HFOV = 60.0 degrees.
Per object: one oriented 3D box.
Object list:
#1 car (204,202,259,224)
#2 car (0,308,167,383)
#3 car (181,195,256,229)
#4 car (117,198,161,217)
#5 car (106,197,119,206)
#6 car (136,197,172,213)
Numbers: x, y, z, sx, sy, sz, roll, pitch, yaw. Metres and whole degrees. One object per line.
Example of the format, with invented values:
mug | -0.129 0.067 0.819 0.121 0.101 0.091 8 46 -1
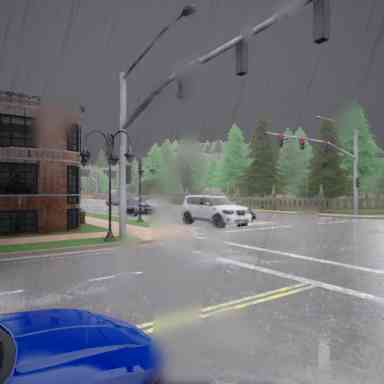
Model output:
car | 2.983 1.564 25.880 1.994 1.385 4.181 0 0 -36
car | -2.481 1.478 1.971 5.008 1.535 1.882 0 0 -36
car | 1.404 1.223 21.992 2.150 2.045 5.566 0 0 -35
car | -5.038 1.563 31.186 1.994 1.385 4.181 0 0 -36
car | -12.617 1.564 54.574 1.994 1.385 4.181 0 0 -35
car | -3.915 1.526 35.725 1.812 1.442 4.674 0 0 -35
